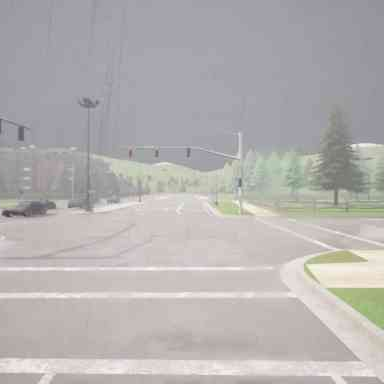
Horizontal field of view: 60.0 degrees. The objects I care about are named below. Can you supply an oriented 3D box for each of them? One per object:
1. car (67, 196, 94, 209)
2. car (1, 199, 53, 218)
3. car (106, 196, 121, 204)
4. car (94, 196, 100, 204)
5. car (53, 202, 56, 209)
[{"bbox_3d":[-15.034,1.505,44.394,1.837,1.490,4.892,0,0,0],"label":"car"},{"bbox_3d":[-15.058,1.547,30.344,2.033,1.411,5.357,0,0,0],"label":"car"},{"bbox_3d":[-14.925,1.533,63.561,1.812,1.442,4.674,0,0,0],"label":"car"},{"bbox_3d":[-18.445,1.493,61.451,2.128,1.511,4.902,0,0,0],"label":"car"},{"bbox_3d":[-18.541,1.564,41.345,1.994,1.385,4.181,0,0,0],"label":"car"}]
